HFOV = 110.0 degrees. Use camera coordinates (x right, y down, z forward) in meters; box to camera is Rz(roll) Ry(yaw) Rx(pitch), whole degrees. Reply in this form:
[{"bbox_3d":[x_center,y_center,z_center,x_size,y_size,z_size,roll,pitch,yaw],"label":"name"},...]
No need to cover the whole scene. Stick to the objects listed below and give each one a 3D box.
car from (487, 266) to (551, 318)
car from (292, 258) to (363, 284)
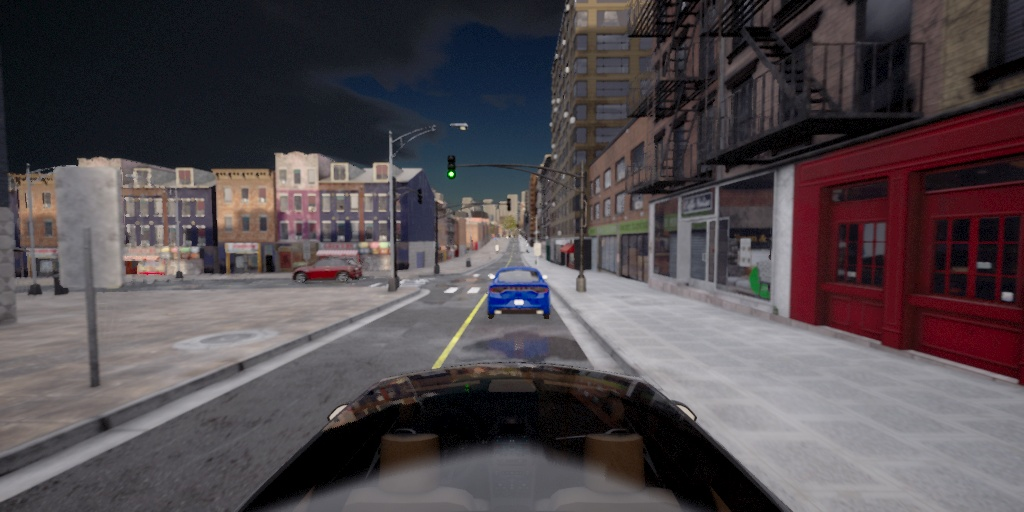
[{"bbox_3d":[0.226,1.088,12.292,1.882,1.535,5.008,0,1,1],"label":"car"},{"bbox_3d":[-13.340,0.978,25.973,4.553,1.767,2.097,-1,3,2],"label":"car"}]
